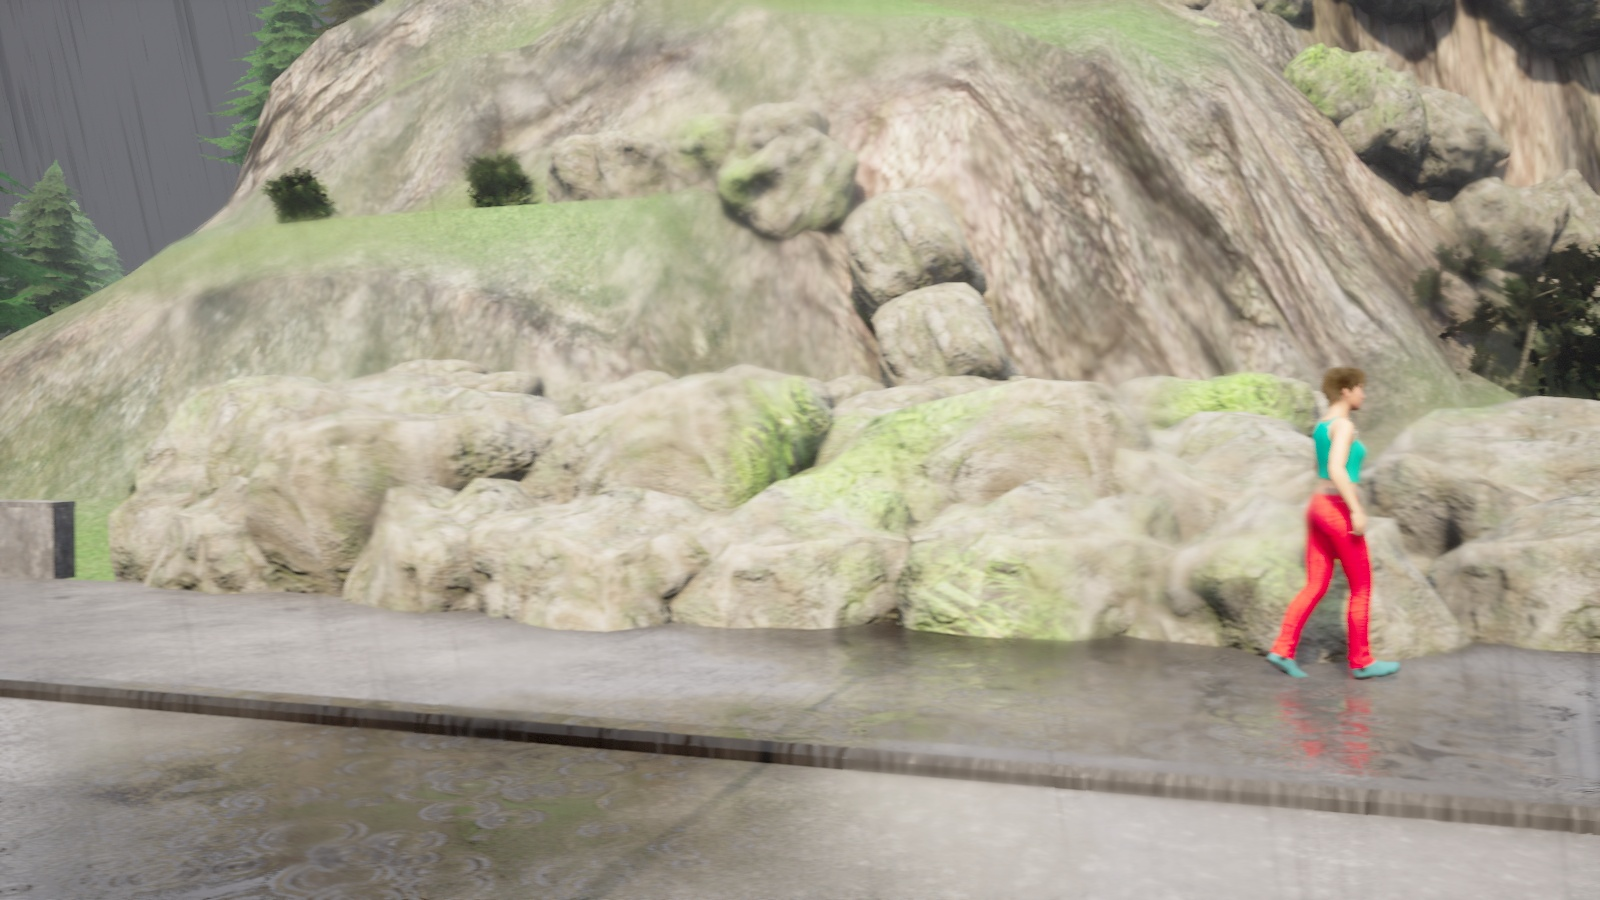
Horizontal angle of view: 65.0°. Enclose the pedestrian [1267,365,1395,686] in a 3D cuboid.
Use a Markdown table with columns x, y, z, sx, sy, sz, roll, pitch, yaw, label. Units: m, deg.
| x | y | z | sx | sy | sz | roll | pitch | yaw | label |
| --- | --- | --- | --- | --- | --- | --- | --- | --- | --- |
| 3.100 | 0.430 | 7.357 | 0.594 | 1.836 | 0.345 | 0 | 1 | 3 | pedestrian |
